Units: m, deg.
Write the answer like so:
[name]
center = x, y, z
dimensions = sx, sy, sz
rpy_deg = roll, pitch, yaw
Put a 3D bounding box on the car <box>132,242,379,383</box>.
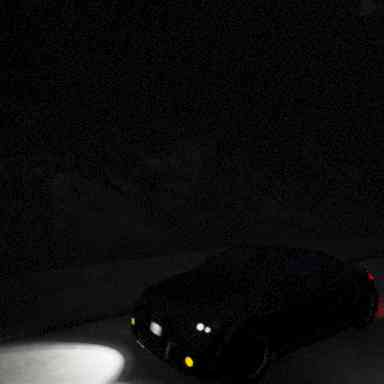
[car]
center = 1.168, 1.564, 5.401
dimensions = 4.181, 1.385, 1.994
rpy_deg = 0, 0, -35
